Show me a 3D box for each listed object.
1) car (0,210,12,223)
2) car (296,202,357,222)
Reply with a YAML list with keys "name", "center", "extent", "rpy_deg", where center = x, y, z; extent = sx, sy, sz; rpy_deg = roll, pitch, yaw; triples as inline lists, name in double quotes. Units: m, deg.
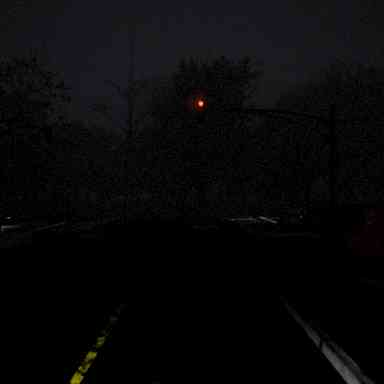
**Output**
- name: "car"
  center: [-14.903, 1.491, 22.843]
  extent: [4.674, 1.442, 1.812]
  rpy_deg: [0, 0, 0]
- name: "car"
  center: [10.825, 1.669, 26.376]
  extent: [4.718, 1.301, 1.895]
  rpy_deg: [0, 0, -1]
